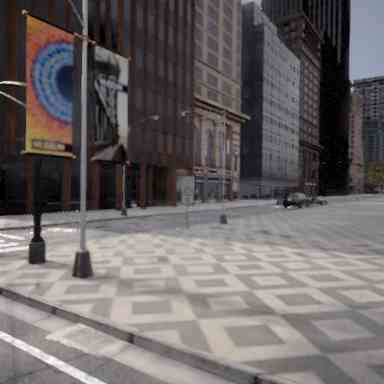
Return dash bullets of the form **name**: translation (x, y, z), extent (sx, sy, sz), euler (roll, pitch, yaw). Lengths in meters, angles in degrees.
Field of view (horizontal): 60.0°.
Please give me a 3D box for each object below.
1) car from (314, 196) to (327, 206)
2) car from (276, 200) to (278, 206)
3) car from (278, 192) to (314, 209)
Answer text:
- **car**: translation (19.831, 1.327, 52.297), extent (1.812, 1.442, 4.674), euler (1, 1, 35)
- **car**: translation (14.013, 1.301, 49.269), extent (1.812, 1.442, 4.674), euler (1, 1, 35)
- **car**: translation (13.711, 1.069, 43.560), extent (2.150, 2.045, 5.566), euler (1, 1, 36)
